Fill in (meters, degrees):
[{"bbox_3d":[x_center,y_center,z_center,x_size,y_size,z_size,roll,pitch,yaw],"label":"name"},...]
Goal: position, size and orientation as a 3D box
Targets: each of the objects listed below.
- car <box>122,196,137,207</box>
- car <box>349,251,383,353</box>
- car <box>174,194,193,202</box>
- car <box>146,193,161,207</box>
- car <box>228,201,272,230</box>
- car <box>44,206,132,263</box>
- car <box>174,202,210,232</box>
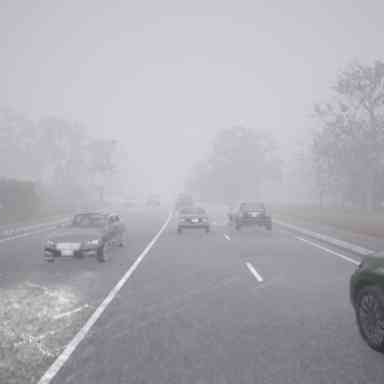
[{"bbox_3d":[-9.262,1.356,49.663,2.097,1.767,4.553,0,0,-9],"label":"car"},{"bbox_3d":[3.600,1.222,2.976,2.150,2.045,5.566,0,0,0],"label":"car"},{"bbox_3d":[-1.069,1.231,42.450,2.150,2.045,5.566,0,0,-6],"label":"car"},{"bbox_3d":[-6.142,1.228,52.651,2.150,2.045,5.566,0,0,-9],"label":"car"},{"bbox_3d":[3.525,1.356,21.048,2.097,1.767,4.553,0,0,-1],"label":"car"},{"bbox_3d":[-3.616,1.494,12.077,2.128,1.511,4.902,0,0,0],"label":"car"},{"bbox_3d":[0.048,1.551,19.972,2.033,1.411,5.357,0,0,-1],"label":"car"}]
